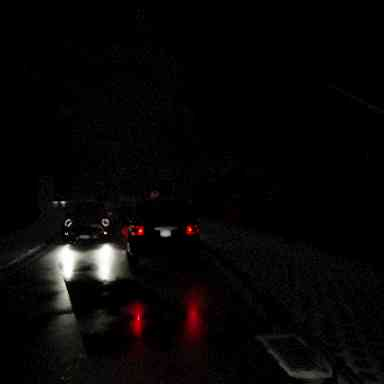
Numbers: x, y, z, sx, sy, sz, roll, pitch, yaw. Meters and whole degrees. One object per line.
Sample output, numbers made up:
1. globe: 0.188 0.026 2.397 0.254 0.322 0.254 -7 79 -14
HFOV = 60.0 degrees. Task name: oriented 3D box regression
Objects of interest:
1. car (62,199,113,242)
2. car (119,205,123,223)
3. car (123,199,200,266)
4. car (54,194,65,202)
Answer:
1. car: -5.052 1.349 16.500 2.097 1.767 4.553 0 0 -13
2. car: -4.471 1.487 25.340 1.882 1.535 5.008 1 0 -18
3. car: -1.108 1.236 11.839 2.150 2.045 5.566 0 0 -8
4. car: -26.859 1.188 67.503 1.812 1.442 4.674 1 0 -25
